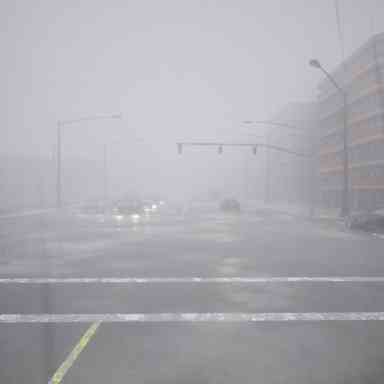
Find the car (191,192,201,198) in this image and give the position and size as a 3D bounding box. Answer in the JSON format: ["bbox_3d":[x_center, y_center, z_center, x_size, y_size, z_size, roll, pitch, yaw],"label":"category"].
[{"bbox_3d":[0.912,0.649,75.820,2.033,1.411,5.357,0,1,0],"label":"car"}]

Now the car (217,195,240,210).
[{"bbox_3d":[4.391,1.376,38.749,1.994,1.385,4.181,0,1,0],"label":"car"}]

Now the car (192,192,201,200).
[{"bbox_3d":[0.880,0.959,65.843,1.895,1.301,4.718,0,1,0],"label":"car"}]

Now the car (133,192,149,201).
[{"bbox_3d":[-9.679,0.896,63.252,2.128,1.511,4.902,0,1,1],"label":"car"}]

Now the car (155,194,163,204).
[{"bbox_3d":[-6.257,1.080,52.734,2.128,1.511,4.902,0,1,0],"label":"car"}]

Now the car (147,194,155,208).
[{"bbox_3d":[-6.293,1.277,43.453,1.812,1.442,4.674,0,1,0],"label":"car"}]

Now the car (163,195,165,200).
[{"bbox_3d":[-6.185,1.012,62.863,1.895,1.301,4.718,0,1,1],"label":"car"}]

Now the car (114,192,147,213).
[{"bbox_3d":[-6.323,1.226,34.571,2.097,1.767,4.553,0,1,0],"label":"car"}]

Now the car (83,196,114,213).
[{"bbox_3d":[-9.821,1.225,34.915,2.097,1.767,4.553,0,1,0],"label":"car"}]

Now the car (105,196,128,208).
[{"bbox_3d":[-9.793,1.314,43.557,1.994,1.385,4.181,0,1,0],"label":"car"}]

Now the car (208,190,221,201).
[{"bbox_3d":[4.478,0.588,65.414,2.150,2.045,5.566,0,1,0],"label":"car"}]

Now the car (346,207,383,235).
[{"bbox_3d":[10.925,1.516,18.217,4.674,1.442,1.812,1,0,-1],"label":"car"}]
